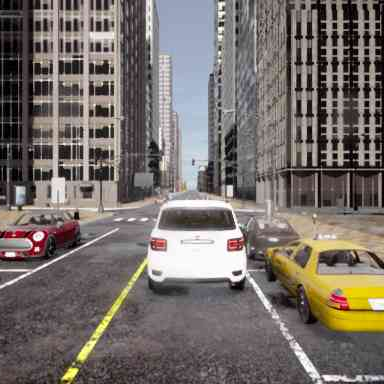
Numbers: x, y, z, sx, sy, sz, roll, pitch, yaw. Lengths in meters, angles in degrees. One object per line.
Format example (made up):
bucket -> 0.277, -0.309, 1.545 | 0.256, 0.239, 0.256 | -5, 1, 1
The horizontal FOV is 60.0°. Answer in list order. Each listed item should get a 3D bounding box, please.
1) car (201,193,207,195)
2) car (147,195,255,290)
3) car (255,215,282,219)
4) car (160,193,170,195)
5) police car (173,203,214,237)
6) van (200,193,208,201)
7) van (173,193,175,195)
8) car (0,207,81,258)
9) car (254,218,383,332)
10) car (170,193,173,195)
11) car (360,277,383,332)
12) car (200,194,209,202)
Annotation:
car -> 2.836, 1.368, 61.686 | 1.967, 1.590, 4.097 | 0, 0, 0
car -> 0.107, 1.218, 9.212 | 2.150, 2.045, 5.566 | 0, 0, 0
car -> 2.702, 1.546, 12.425 | 2.008, 1.369, 4.403 | 0, 0, 0
car -> -5.736, 1.369, 61.693 | 1.967, 1.590, 4.097 | 0, 0, 0
police car -> 0.111, 1.494, 19.132 | 2.038, 1.542, 4.974 | 0, 0, 1
van -> 2.753, 1.225, 78.739 | 1.690, 1.788, 3.998 | 0, 0, 0
van -> -5.622, 1.210, 84.434 | 1.690, 1.788, 3.998 | 0, 0, 0
car -> -5.678, 1.435, 12.430 | 1.967, 1.590, 4.097 | 0, 0, 0
car -> 2.697, 1.523, 6.928 | 1.752, 1.417, 4.829 | 0, 0, 0
car -> -5.665, 1.230, 67.379 | 2.192, 1.841, 5.009 | 0, 0, 0
car -> 2.693, 1.551, 1.087 | 2.008, 1.369, 4.403 | 0, 0, 0
car -> 2.748, 1.340, 73.054 | 1.967, 1.590, 4.097 | 0, 0, 0
